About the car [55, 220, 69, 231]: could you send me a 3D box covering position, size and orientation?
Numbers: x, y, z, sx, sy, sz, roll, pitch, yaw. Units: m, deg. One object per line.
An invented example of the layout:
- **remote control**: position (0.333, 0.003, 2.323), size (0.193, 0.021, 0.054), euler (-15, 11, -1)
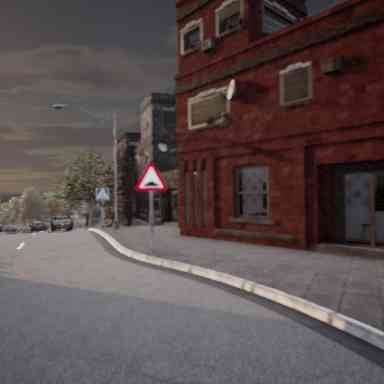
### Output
- **car**: position (-20.271, 5.177, 51.917), size (1.882, 1.535, 5.008), euler (-1, -5, -21)

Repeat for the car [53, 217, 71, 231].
- **car**: position (-16.142, 4.007, 41.351), size (1.882, 1.535, 5.008), euler (-1, -5, -21)

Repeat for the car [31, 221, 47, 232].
- **car**: position (-22.893, 5.151, 49.808), size (1.837, 1.490, 4.892), euler (-1, -6, -21)

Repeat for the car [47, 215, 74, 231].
- **car**: position (-12.210, 2.913, 31.358), size (2.128, 1.511, 4.902), euler (-1, -5, -21)

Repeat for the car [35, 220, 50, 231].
- **car**: position (-26.695, 6.067, 59.433), size (2.097, 1.767, 4.553), euler (-1, -6, -21)
